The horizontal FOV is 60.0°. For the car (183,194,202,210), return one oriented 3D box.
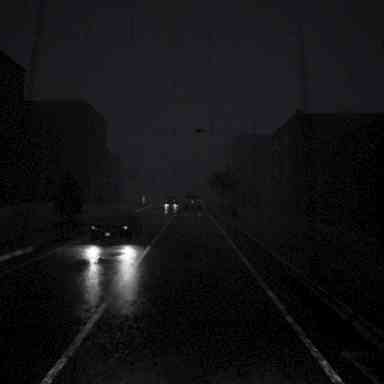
[{"bbox_3d":[0.072,1.201,42.926,2.150,2.045,5.566,0,0,0],"label":"car"}]

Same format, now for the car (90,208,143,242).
[{"bbox_3d":[-3.586,1.532,16.453,1.812,1.442,4.674,0,0,0],"label":"car"}]

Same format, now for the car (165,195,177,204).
[{"bbox_3d":[-3.605,1.338,57.512,1.837,1.490,4.892,0,1,0],"label":"car"}]
